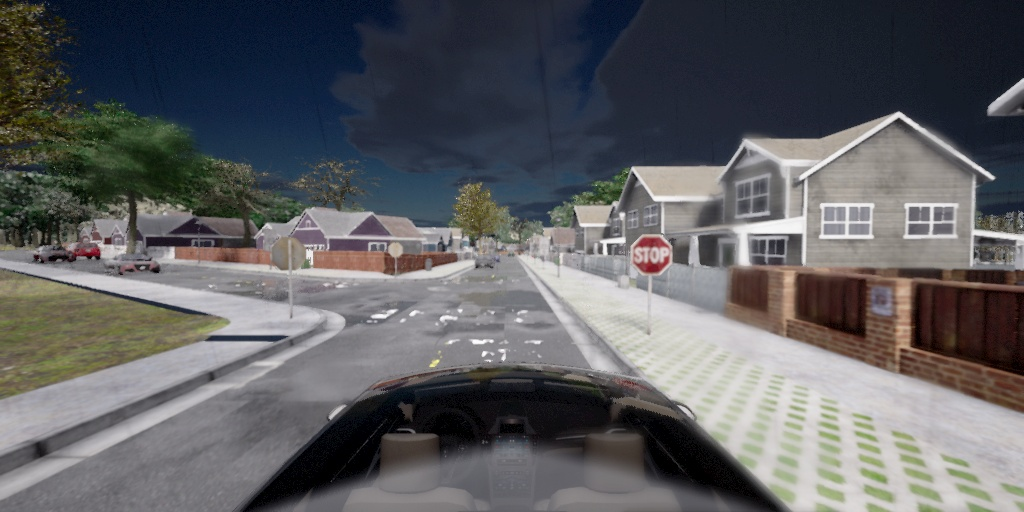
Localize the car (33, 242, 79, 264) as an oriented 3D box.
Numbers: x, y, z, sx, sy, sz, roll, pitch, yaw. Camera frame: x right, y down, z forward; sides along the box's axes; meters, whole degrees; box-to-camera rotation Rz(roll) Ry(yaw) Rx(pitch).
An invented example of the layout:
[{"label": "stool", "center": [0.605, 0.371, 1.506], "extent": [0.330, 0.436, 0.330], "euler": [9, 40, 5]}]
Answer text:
[{"label": "car", "center": [-45.688, -0.190, 35.731], "extent": [4.553, 1.767, 2.097], "euler": [2, 2, 30]}]

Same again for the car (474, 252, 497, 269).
[{"label": "car", "center": [-2.900, 0.598, 38.241], "extent": [1.837, 1.490, 4.892], "euler": [0, 1, 0]}]

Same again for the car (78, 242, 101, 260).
[{"label": "car", "center": [-49.275, -0.534, 41.055], "extent": [5.566, 2.045, 2.150], "euler": [1, 2, 29]}]

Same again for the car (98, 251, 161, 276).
[{"label": "car", "center": [-26.047, 0.537, 24.577], "extent": [4.181, 1.385, 1.994], "euler": [1, 2, 29]}]

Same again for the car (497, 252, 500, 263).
[{"label": "car", "center": [-2.902, 0.172, 54.976], "extent": [2.097, 1.767, 4.553], "euler": [0, 1, 0]}]
